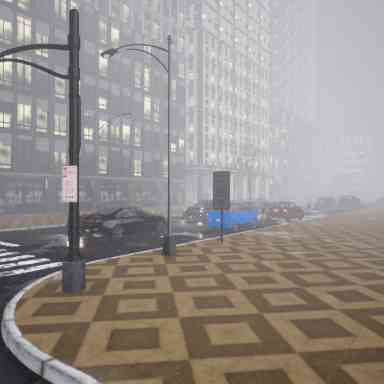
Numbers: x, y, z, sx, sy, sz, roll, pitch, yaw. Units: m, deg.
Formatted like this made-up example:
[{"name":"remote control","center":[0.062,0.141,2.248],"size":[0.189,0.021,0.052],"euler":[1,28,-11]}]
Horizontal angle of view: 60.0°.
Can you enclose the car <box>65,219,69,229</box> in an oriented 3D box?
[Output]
[{"name":"car","center":[-4.711,1.564,19.788],"size":[2.033,1.411,5.357],"euler":[0,0,38]}]

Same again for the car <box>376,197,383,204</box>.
[{"name":"car","center":[38.082,1.659,66.585],"size":[1.947,1.339,4.313],"euler":[0,0,38]}]

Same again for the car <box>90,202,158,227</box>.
[{"name":"car","center":[-4.780,1.540,23.958],"size":[1.752,1.417,4.829],"euler":[0,0,38]}]

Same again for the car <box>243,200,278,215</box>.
[{"name":"car","center":[7.307,1.594,35.406],"size":[1.994,1.385,4.181],"euler":[0,0,38]}]

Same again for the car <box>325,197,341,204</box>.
[{"name":"car","center":[28.445,1.625,66.977],"size":[2.008,1.369,4.403],"euler":[0,0,38]}]

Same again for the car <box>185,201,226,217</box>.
[{"name":"car","center":[1.322,1.604,31.685],"size":[1.802,1.307,4.206],"euler":[0,0,38]}]

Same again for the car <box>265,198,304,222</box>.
[{"name":"car","center":[7.570,1.473,26.882],"size":[1.967,1.590,4.097],"euler":[0,0,38]}]

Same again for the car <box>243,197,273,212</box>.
[{"name":"car","center":[8.103,1.471,40.508],"size":[1.967,1.590,4.097],"euler":[0,0,38]}]

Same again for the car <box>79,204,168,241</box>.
[{"name":"car","center":[-3.223,1.511,16.888],"size":[2.128,1.511,4.902],"euler":[0,0,38]}]

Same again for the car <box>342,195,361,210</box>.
[{"name":"car","center":[21.131,1.369,44.529],"size":[2.192,1.841,5.009],"euler":[0,0,38]}]

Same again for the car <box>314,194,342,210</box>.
[{"name":"car","center":[18.048,1.400,44.564],"size":[2.097,1.767,4.553],"euler":[0,0,38]}]

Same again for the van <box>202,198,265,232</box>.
[{"name":"van","center":[2.613,1.368,20.250],"size":[1.690,1.788,3.998],"euler":[0,0,38]}]

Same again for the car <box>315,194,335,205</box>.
[{"name":"car","center":[25.055,1.381,62.566],"size":[2.192,1.841,5.009],"euler":[0,0,38]}]

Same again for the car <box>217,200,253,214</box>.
[{"name":"car","center":[4.713,1.571,36.097],"size":[1.887,1.381,4.507],"euler":[0,0,38]}]

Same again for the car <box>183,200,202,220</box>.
[{"name":"car","center":[1.262,1.375,27.552],"size":[2.097,1.767,4.553],"euler":[0,0,38]}]
